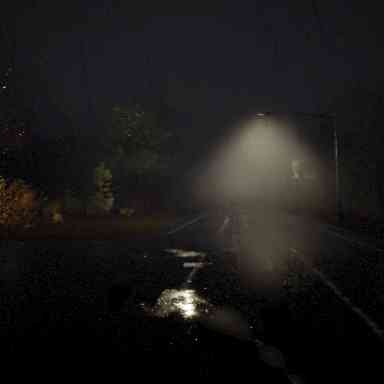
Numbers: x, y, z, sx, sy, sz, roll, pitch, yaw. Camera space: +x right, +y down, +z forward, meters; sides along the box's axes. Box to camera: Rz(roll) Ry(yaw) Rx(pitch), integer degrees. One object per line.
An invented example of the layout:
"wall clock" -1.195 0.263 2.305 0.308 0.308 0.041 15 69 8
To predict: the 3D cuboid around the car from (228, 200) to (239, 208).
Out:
"car" 10.642 2.956 84.888 2.150 2.045 5.566 -2 -1 13
